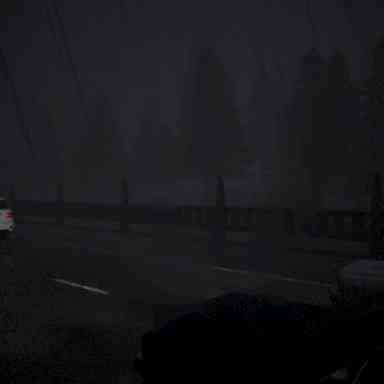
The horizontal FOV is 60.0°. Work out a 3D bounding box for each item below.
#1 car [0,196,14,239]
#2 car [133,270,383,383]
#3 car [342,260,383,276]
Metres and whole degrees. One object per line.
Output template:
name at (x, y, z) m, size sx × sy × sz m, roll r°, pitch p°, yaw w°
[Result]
car at (-10.778, 1.197, 15.952) m, size 5.566 × 2.045 × 2.150 m, roll 0°, pitch 0°, yaw 35°
car at (1.748, 1.601, 2.732) m, size 4.718 × 1.301 × 1.895 m, roll 0°, pitch 0°, yaw 36°
car at (4.666, 1.602, 4.950) m, size 4.718 × 1.301 × 1.895 m, roll 0°, pitch 0°, yaw 36°
